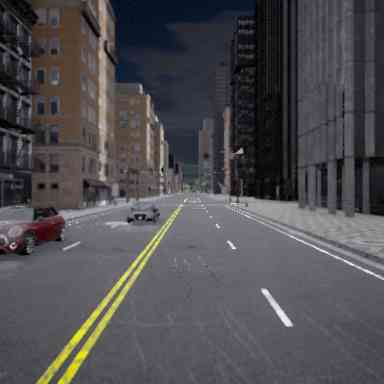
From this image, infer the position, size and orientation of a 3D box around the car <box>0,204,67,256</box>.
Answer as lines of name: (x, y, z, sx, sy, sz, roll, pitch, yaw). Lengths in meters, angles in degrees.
car: (-6.602, 1.297, 12.828, 2.097, 1.767, 4.553, 0, 0, 0)

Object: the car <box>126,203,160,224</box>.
car: (-3.350, 1.465, 23.520, 1.994, 1.385, 4.181, 0, 0, 0)
